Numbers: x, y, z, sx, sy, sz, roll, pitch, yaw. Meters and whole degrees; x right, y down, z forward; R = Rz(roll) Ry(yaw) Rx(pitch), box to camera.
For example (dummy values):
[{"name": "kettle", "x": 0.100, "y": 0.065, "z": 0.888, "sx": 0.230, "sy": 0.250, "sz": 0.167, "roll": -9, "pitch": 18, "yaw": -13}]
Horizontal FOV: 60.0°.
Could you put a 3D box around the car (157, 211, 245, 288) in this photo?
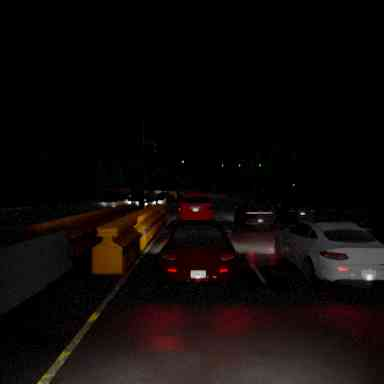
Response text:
[{"name": "car", "x": 0.145, "y": 1.468, "z": 9.002, "sx": 1.812, "sy": 1.442, "sz": 4.674, "roll": 0, "pitch": 1, "yaw": 0}]

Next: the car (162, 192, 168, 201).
[{"name": "car", "x": -6.544, "y": 0.910, "z": 65.413, "sx": 2.128, "sy": 1.511, "sz": 4.902, "roll": 0, "pitch": 1, "yaw": 1}]

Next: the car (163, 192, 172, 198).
[{"name": "car", "x": -6.342, "y": 0.767, "z": 85.985, "sx": 2.033, "sy": 1.411, "sz": 5.357, "roll": 0, "pitch": 1, "yaw": 0}]

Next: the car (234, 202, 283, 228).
[{"name": "car", "x": 3.726, "y": 1.328, "z": 20.413, "sx": 2.128, "sy": 1.511, "sz": 4.902, "roll": 0, "pitch": 1, "yaw": 0}]

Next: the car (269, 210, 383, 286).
[{"name": "car", "x": 3.643, "y": 1.467, "z": 9.118, "sx": 1.812, "sy": 1.442, "sz": 4.674, "roll": 0, "pitch": 1, "yaw": 0}]

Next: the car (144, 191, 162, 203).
[{"name": "car", "x": -6.662, "y": 1.030, "z": 56.147, "sx": 1.812, "sy": 1.442, "sz": 4.674, "roll": 0, "pitch": 1, "yaw": 1}]

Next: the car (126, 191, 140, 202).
[{"name": "car", "x": -10.120, "y": 1.032, "z": 60.074, "sx": 1.994, "sy": 1.385, "sz": 4.181, "roll": 0, "pitch": 1, "yaw": 1}]

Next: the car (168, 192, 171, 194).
[{"name": "car", "x": -6.427, "y": 0.680, "z": 75.431, "sx": 2.097, "sy": 1.767, "sz": 4.553, "roll": 0, "pitch": 1, "yaw": 0}]

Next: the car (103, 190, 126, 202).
[{"name": "car", "x": -13.651, "y": 0.710, "z": 57.789, "sx": 2.150, "sy": 2.045, "sz": 5.566, "roll": 0, "pitch": 1, "yaw": 1}]

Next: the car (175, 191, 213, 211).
[{"name": "car", "x": 0.128, "y": 1.051, "z": 21.317, "sx": 2.150, "sy": 2.045, "sz": 5.566, "roll": 0, "pitch": 1, "yaw": -2}]

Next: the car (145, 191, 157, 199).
[{"name": "car", "x": -9.887, "y": 0.634, "z": 80.370, "sx": 2.097, "sy": 1.767, "sz": 4.553, "roll": 0, "pitch": 1, "yaw": 0}]

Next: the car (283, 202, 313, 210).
[{"name": "car", "x": 7.254, "y": 1.370, "z": 23.754, "sx": 1.994, "sy": 1.385, "sz": 4.181, "roll": 0, "pitch": 1, "yaw": 0}]

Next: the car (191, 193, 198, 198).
[{"name": "car", "x": 0.634, "y": 0.850, "z": 82.988, "sx": 1.895, "sy": 1.301, "sz": 4.718, "roll": 0, "pitch": 1, "yaw": 0}]

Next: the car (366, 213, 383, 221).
[{"name": "car", "x": 7.160, "y": 1.465, "z": 11.783, "sx": 2.033, "sy": 1.411, "sz": 5.357, "roll": 0, "pitch": 1, "yaw": 0}]
